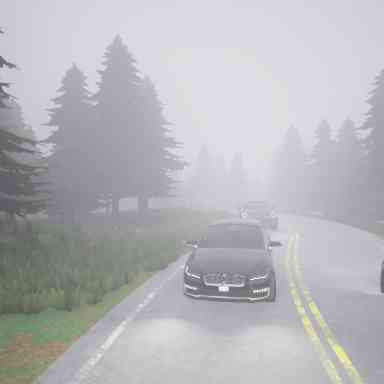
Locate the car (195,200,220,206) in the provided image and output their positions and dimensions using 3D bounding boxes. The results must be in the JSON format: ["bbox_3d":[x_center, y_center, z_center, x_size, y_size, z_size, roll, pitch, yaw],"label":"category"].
[{"bbox_3d":[1.956,1.798,44.865,1.812,1.442,4.674,3,-5,-35],"label":"car"}]

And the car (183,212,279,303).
[{"bbox_3d":[1.098,1.496,8.418,1.837,1.490,4.892,-1,0,13],"label":"car"}]

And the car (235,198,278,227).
[{"bbox_3d":[3.893,1.270,20.369,2.097,1.767,4.553,-1,0,5],"label":"car"}]

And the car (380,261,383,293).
[{"bbox_3d":[4.497,1.308,4.645,2.097,1.767,4.553,-1,0,8],"label":"car"}]

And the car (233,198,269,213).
[{"bbox_3d":[6.232,1.410,35.736,1.837,1.490,4.892,2,-1,-16],"label":"car"}]
